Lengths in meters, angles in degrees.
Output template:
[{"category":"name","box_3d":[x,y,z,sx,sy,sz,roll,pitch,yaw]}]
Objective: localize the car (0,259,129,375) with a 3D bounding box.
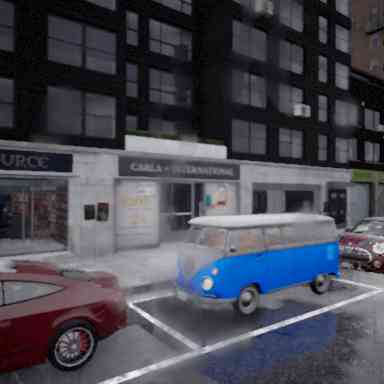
[{"category":"car","box_3d":[-2.871,1.583,4.139,4.206,1.307,1.802,1,0,-35]}]

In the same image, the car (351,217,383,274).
[{"category":"car","box_3d":[5.943,1.520,10.425,4.097,1.590,1.967,1,0,-35]}]

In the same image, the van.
[{"category":"van","box_3d":[1.537,1.381,7.283,3.998,1.788,1.690,1,0,-35]}]
